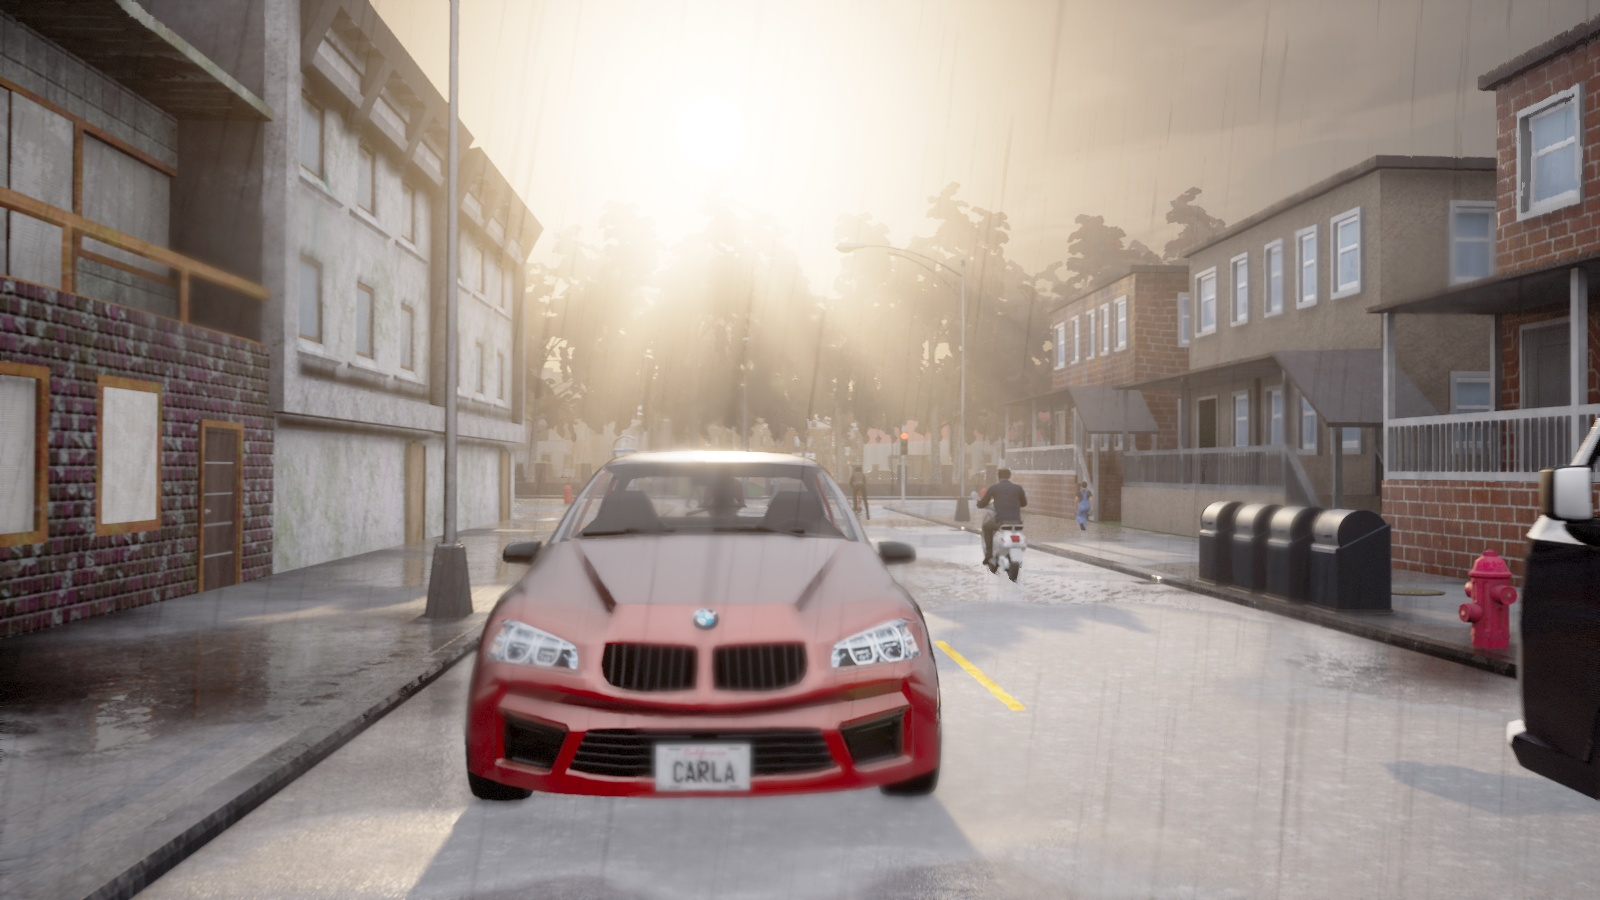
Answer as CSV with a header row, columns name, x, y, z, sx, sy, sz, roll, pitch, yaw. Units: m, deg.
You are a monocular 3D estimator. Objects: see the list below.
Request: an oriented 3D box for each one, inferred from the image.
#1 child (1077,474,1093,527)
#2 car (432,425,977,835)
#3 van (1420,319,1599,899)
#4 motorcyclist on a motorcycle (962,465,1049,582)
name,x,y,z,sx,sy,sz,roll,pitch,yaw
child,6.870,1.222,30.241,0.270,1.263,0.437,0,-1,-1
car,-0.509,0.768,7.496,2.242,1.667,4.611,0,-1,-3
van,3.734,0.565,3.024,2.069,2.038,4.480,0,-1,-3
motorcyclist on a motorcycle,2.934,1.021,18.125,0.866,1.590,1.817,0,-1,-3
